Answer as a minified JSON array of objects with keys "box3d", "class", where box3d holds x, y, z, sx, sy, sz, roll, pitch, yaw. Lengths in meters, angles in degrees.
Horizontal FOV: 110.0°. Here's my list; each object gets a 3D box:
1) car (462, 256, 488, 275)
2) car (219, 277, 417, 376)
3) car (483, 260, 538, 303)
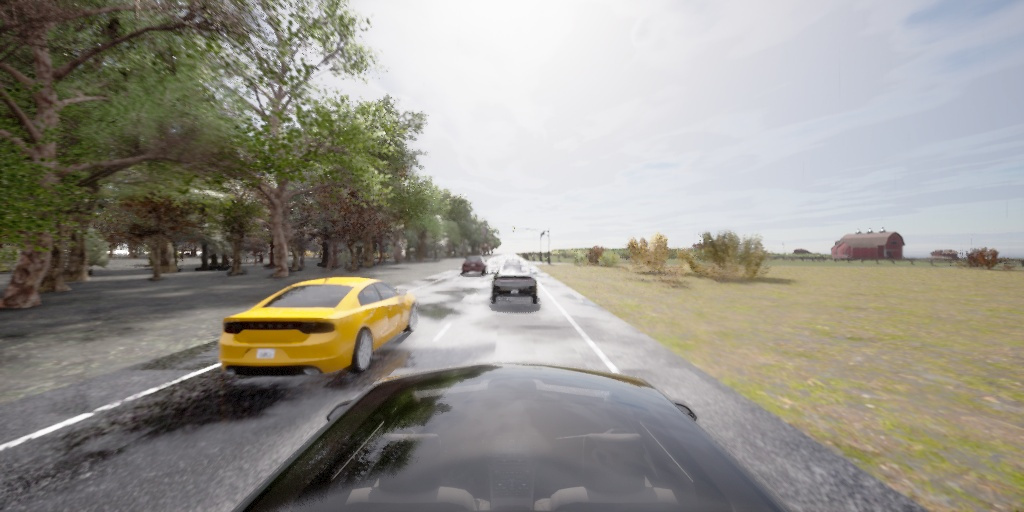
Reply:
[{"box3d":[-3.407,0.758,33.461,2.097,1.767,4.553,0,1,0],"class":"car"},{"box3d":[-3.402,1.167,7.427,1.882,1.535,5.008,0,1,0],"class":"car"},{"box3d":[0.097,1.092,15.598,2.128,1.511,4.902,0,0,0],"class":"car"}]
